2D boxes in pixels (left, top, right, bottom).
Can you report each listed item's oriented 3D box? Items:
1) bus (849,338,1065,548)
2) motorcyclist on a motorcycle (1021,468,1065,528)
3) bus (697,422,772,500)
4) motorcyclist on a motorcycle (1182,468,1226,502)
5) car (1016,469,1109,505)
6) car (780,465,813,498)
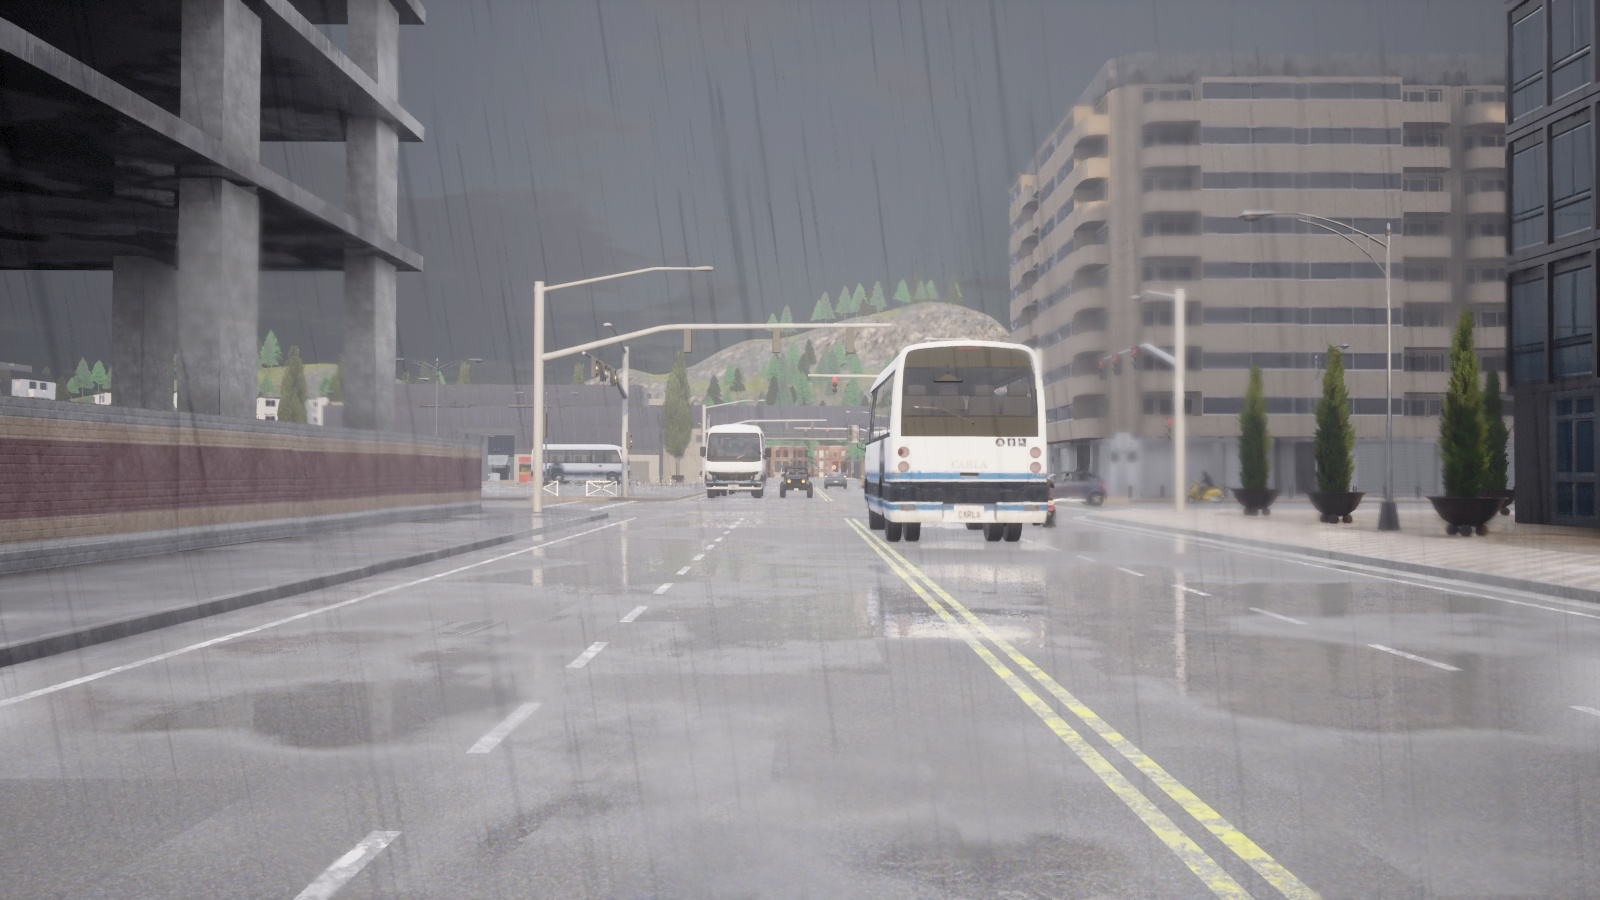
[{"bbox_3d":[3.410,-0.060,30.769,3.944,4.253,10.273,0,-1,0],"label":"bus"},{"bbox_3d":[6.902,1.336,35.735,0.766,1.649,2.350,0,-1,0],"label":"motorcyclist on a motorcycle"},{"bbox_3d":[-3.709,0.698,74.342,3.944,4.253,10.273,0,-1,0],"label":"bus"},{"bbox_3d":[19.127,1.632,59.457,1.817,1.590,0.866,0,-1,-1],"label":"motorcyclist on a motorcycle"},{"bbox_3d":[11.643,1.644,55.841,3.705,1.549,1.789,-1,-1,-1],"label":"car"},{"bbox_3d":[-0.204,1.853,74.108,1.905,1.878,3.866,0,-1,0],"label":"car"}]
